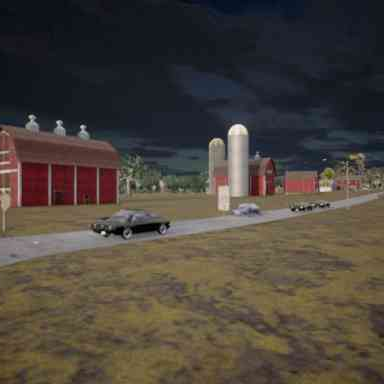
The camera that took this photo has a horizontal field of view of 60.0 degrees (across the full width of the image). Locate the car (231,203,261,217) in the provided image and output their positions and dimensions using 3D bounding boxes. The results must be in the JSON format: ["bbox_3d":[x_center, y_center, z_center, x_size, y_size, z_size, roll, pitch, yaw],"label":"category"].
[{"bbox_3d":[6.141,1.961,37.295,1.812,1.442,4.674,0,0,36],"label":"car"}]

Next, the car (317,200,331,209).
[{"bbox_3d":[20.491,1.947,52.530,1.895,1.301,4.718,0,0,35],"label":"car"}]

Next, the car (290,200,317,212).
[{"bbox_3d":[14.771,1.985,44.408,1.895,1.301,4.718,0,0,36],"label":"car"}]

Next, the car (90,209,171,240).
[{"bbox_3d":[-3.319,1.885,19.126,1.895,1.301,4.718,0,-1,35],"label":"car"}]
